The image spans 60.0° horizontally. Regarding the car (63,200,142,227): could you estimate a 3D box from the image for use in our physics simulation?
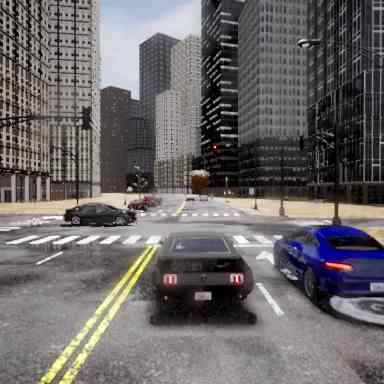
[{"bbox_3d":[-6.176,1.509,22.647,4.892,1.490,1.837,0,0,1],"label":"car"}]

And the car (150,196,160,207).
[{"bbox_3d":[-6.513,1.353,50.579,2.097,1.767,4.553,0,0,0],"label":"car"}]

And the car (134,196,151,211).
[{"bbox_3d":[-6.530,1.573,40.331,1.994,1.385,4.181,0,0,0],"label":"car"}]

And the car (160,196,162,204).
[{"bbox_3d":[-6.494,1.481,60.870,2.128,1.511,4.902,0,0,0],"label":"car"}]

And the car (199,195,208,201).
[{"bbox_3d":[2.832,1.483,80.536,1.812,1.442,4.674,0,0,-4],"label":"car"}]

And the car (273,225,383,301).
[{"bbox_3d":[3.355,1.532,8.233,1.812,1.442,4.674,0,0,1],"label":"car"}]

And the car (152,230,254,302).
[{"bbox_3d":[0.112,1.607,8.265,1.895,1.301,4.718,0,0,-2],"label":"car"}]

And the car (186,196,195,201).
[{"bbox_3d":[-0.416,1.555,80.423,1.895,1.301,4.718,0,0,-4],"label":"car"}]
